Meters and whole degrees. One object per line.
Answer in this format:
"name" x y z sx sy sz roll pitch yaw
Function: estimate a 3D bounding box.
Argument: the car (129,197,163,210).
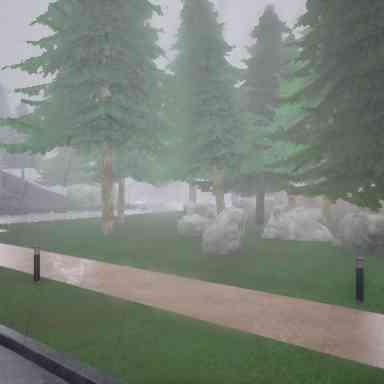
"car" -5.386 1.363 39.594 1.812 1.442 4.674 0 0 36
